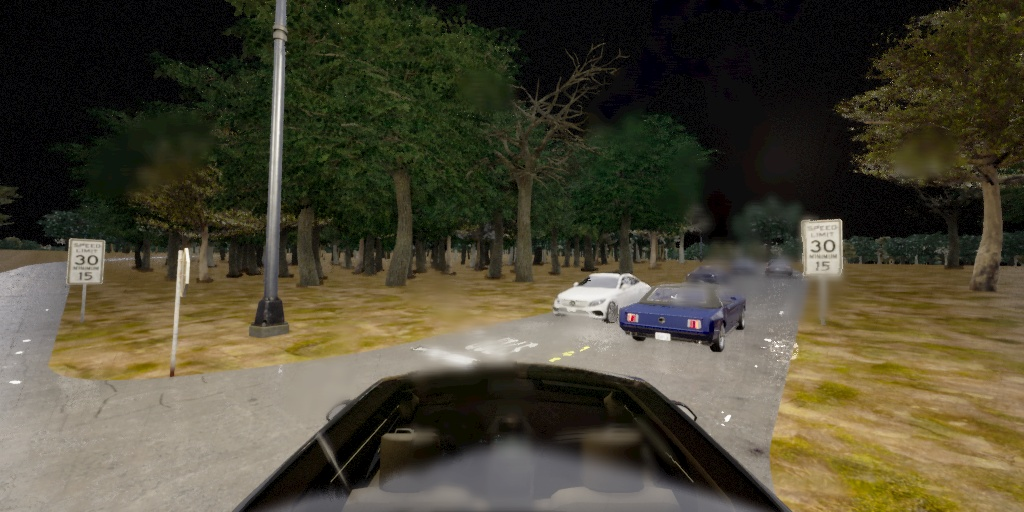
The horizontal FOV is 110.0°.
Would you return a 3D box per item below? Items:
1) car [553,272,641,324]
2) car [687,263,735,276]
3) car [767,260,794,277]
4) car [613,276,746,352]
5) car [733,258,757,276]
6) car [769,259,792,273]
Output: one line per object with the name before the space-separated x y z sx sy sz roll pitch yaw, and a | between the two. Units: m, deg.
car | 3.279 1.310 12.334 1.812 1.442 4.674 -1 0 40
car | 13.369 1.369 24.256 1.895 1.301 4.718 -1 -1 40
car | 25.866 1.257 34.586 1.994 1.385 4.181 -1 0 38
car | 4.506 1.348 8.983 1.895 1.301 4.718 -1 -1 40
car | 24.269 1.071 37.472 2.097 1.767 4.553 -1 0 38
car | 31.819 1.153 42.629 2.128 1.511 4.902 -1 0 36
